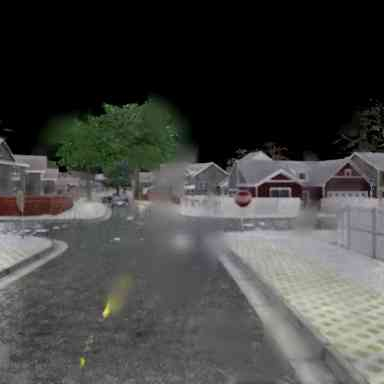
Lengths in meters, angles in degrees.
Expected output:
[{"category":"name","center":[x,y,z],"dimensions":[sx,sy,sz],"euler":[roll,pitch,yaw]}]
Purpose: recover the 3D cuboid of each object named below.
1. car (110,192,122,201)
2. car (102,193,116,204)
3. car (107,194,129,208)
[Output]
[{"category":"car","center":[-16.802,0.968,72.974],"dimensions":[2.097,1.767,4.553],"euler":[-1,0,-19]},{"category":"car","center":[-15.532,1.396,61.512],"dimensions":[1.994,1.385,4.181],"euler":[-1,0,-20]},{"category":"car","center":[-10.158,1.363,46.071],"dimensions":[2.128,1.511,4.902],"euler":[0,0,-17]}]
